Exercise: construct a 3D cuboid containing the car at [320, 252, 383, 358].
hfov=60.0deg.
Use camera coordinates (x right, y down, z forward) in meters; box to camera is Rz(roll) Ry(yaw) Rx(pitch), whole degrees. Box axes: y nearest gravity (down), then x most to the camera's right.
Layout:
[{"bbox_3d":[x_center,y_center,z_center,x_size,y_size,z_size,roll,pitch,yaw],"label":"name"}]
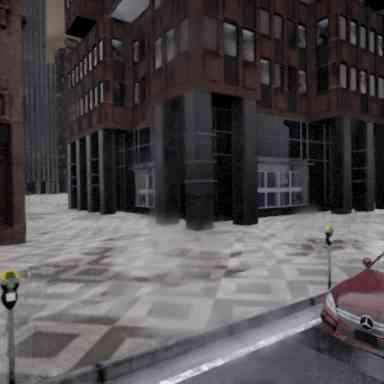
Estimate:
[{"bbox_3d":[3.769,1.435,5.140,4.206,1.307,1.802,-2,1,-35],"label":"car"}]
